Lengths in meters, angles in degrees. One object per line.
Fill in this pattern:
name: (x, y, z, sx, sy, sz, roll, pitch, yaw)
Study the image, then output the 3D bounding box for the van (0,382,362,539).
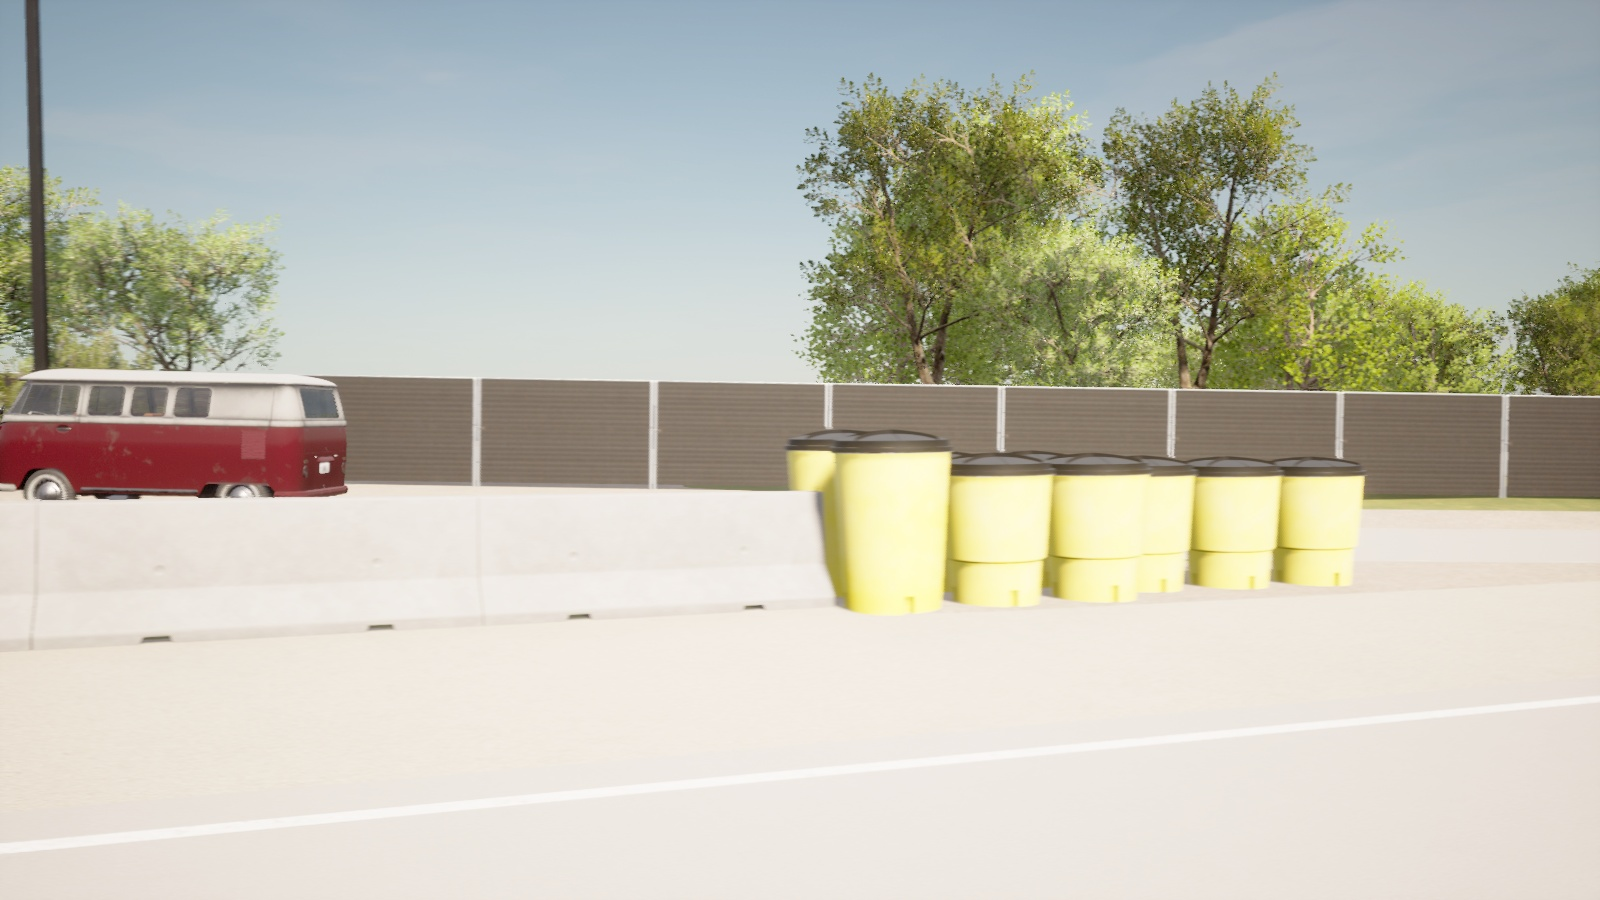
van: (-8.439, 0.109, 16.922, 4.442, 1.987, 1.775, 0, 2, 3)
